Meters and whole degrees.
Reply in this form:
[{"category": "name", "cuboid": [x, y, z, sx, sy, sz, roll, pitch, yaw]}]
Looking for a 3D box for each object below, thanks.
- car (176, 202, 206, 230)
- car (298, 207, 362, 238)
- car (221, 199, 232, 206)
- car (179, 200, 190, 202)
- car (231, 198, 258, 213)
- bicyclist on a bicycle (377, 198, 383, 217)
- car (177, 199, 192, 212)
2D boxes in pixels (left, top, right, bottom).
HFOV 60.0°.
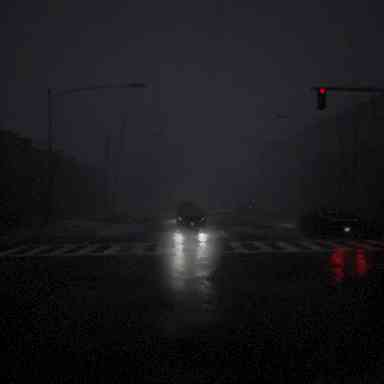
[{"category": "car", "cuboid": [-0.093, 1.680, 22.700, 1.812, 1.442, 4.674, -1, 0, -3]}, {"category": "car", "cuboid": [7.145, 1.525, 17.743, 2.128, 1.511, 4.902, -1, 0, 0]}, {"category": "car", "cuboid": [7.385, 1.937, 64.443, 1.895, 1.301, 4.718, -1, 0, -20]}, {"category": "car", "cuboid": [-0.537, 1.704, 32.897, 1.882, 1.535, 5.008, -1, 0, -3]}, {"category": "car", "cuboid": [6.392, 1.731, 39.228, 2.033, 1.411, 5.357, -1, 0, -2]}, {"category": "bicyclist on a bicycle", "cuboid": [16.182, 1.289, 27.716, 1.656, 1.620, 0.582, -1, 0, -3]}, {"category": "car", "cuboid": [-1.069, 1.792, 45.364, 1.882, 1.535, 5.008, -1, 0, -2]}]
